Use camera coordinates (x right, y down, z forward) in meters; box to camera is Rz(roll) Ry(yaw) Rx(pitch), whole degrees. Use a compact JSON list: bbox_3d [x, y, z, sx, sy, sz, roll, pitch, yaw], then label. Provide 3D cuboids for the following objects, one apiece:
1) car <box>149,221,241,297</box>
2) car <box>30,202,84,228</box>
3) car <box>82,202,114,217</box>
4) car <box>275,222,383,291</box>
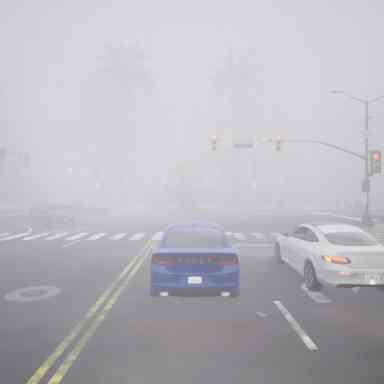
[{"bbox_3d":[0.065,1.478,8.628,1.882,1.535,5.008,0,0,0],"label":"car"},{"bbox_3d":[-9.349,1.505,22.290,1.837,1.490,4.892,3,-2,-42],"label":"car"},{"bbox_3d":[-9.620,1.601,30.421,4.718,1.301,1.895,0,0,0],"label":"car"},{"bbox_3d":[3.566,1.526,8.878,1.812,1.442,4.674,0,0,0],"label":"car"}]
